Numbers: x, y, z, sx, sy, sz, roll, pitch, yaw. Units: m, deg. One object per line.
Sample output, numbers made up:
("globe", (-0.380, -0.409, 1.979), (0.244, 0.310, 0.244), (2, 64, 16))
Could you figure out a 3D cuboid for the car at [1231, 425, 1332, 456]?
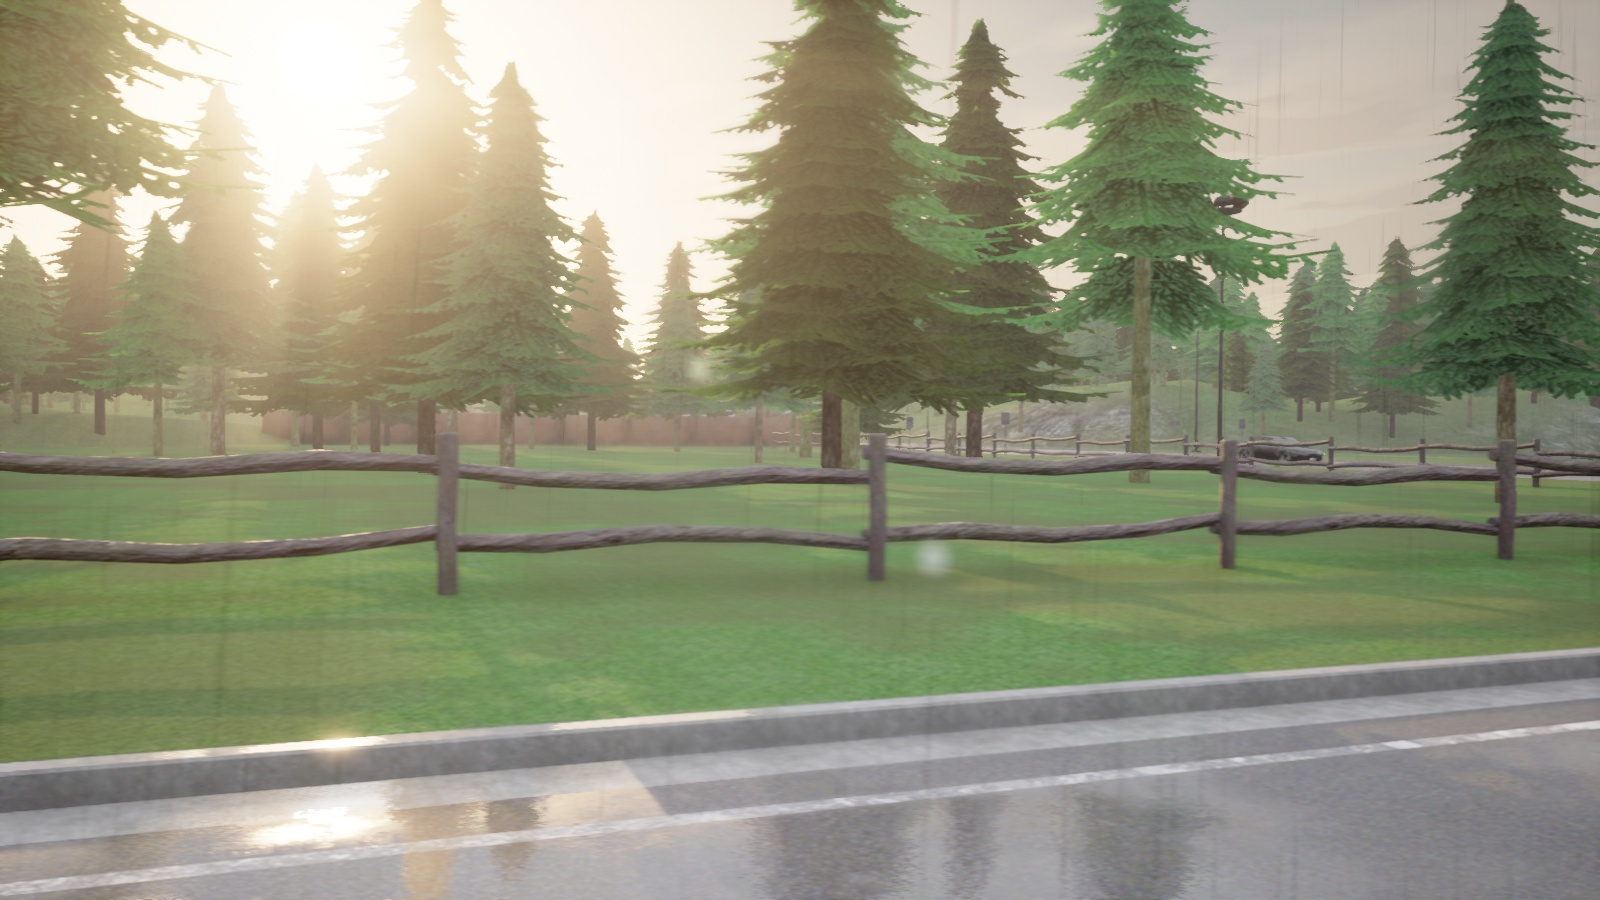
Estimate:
("car", (24.332, -0.501, 63.653), (2.163, 1.488, 4.792), (-1, 1, -20))
